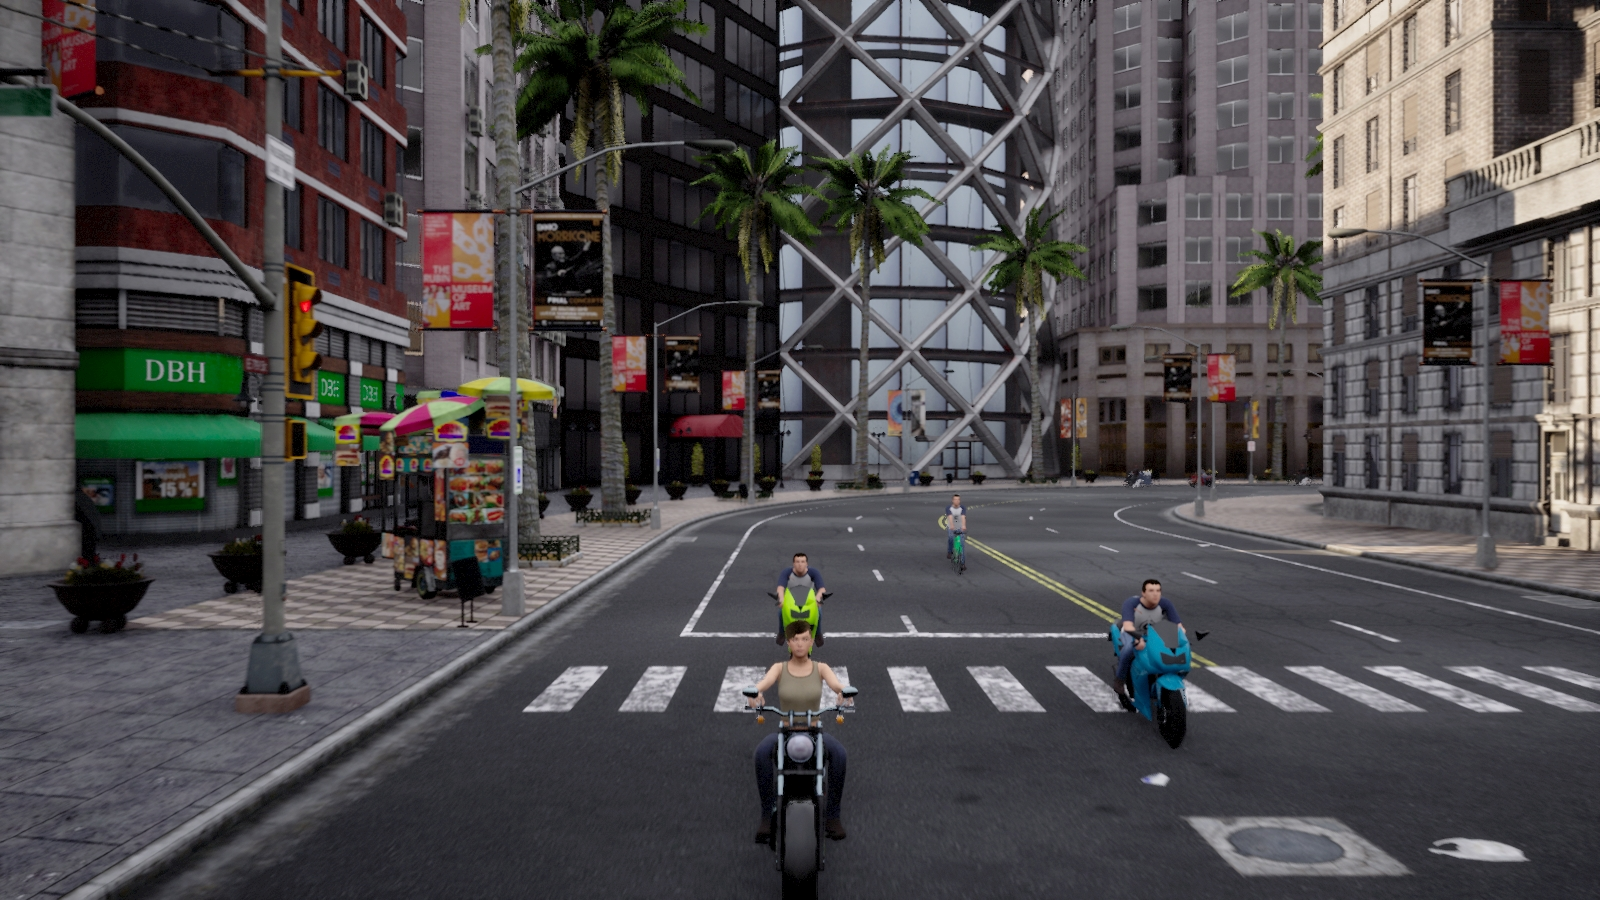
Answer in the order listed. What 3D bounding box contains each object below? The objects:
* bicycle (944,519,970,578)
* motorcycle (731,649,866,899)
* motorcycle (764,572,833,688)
[{"bbox_3d":[3.552,2.206,25.867,0.373,1.196,1.643,0,1,1],"label":"bicycle"},{"bbox_3d":[-0.008,2.170,7.604,0.764,1.277,2.356,0,0,0],"label":"motorcycle"},{"bbox_3d":[-0.016,2.213,14.378,0.803,1.145,2.033,0,0,0],"label":"motorcycle"}]
